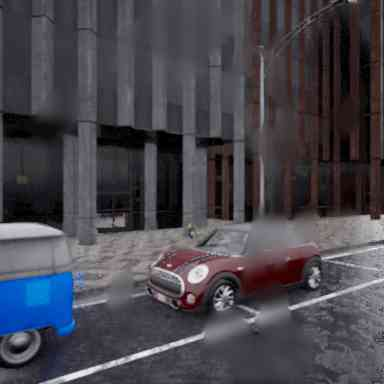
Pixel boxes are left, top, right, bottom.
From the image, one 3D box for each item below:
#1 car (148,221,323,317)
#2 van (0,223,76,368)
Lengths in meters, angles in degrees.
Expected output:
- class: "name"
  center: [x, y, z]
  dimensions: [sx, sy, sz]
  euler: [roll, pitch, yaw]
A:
- class: "car"
  center: [1.045, 1.461, 7.410]
  dimensions: [4.097, 1.590, 1.967]
  euler: [0, 0, -36]
- class: "van"
  center: [-3.537, 1.339, 4.128]
  dimensions: [3.998, 1.788, 1.690]
  euler: [0, 0, -36]
